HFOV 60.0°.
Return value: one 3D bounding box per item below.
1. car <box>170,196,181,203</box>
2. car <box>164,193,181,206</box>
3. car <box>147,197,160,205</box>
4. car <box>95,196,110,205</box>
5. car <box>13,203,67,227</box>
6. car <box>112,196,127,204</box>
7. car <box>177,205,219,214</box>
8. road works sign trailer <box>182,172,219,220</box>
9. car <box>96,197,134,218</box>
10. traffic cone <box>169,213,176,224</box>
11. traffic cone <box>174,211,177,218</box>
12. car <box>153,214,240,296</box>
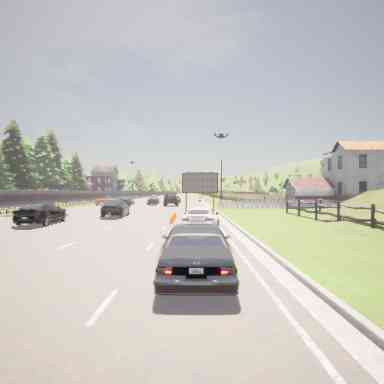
[{"bbox_3d":[-3.307,1.564,68.577,1.994,1.385,4.181,0,0,0],"label":"car"},{"bbox_3d":[-3.327,1.221,53.362,2.150,2.045,5.566,0,0,0],"label":"car"},{"bbox_3d":[-6.822,1.547,59.287,2.033,1.411,5.357,0,0,0],"label":"car"},{"bbox_3d":[-13.829,1.352,53.136,2.097,1.767,4.553,0,0,0],"label":"car"},{"bbox_3d":[-10.368,1.477,23.068,1.882,1.535,5.008,0,0,0],"label":"car"},{"bbox_3d":[-13.813,1.525,63.738,1.812,1.442,4.674,0,0,0],"label":"car"},{"bbox_3d":[0.487,1.539,18.460,1.812,1.442,4.674,-1,-1,6],"label":"car"},{"bbox_3d":[0.517,0.464,22.074,2.380,3.560,2.880,0,0,-3],"label":"road works sign trailer"},{"bbox_3d":[-6.859,1.505,29.982,1.837,1.490,4.892,0,0,0],"label":"car"},{"bbox_3d":[-1.456,1.955,23.181,0.340,0.580,0.340,0,0,0],"label":"traffic cone"},{"bbox_3d":[-1.453,1.955,25.181,0.340,0.580,0.340,0,0,0],"label":"traffic cone"},{"bbox_3d":[0.110,1.547,8.825,2.033,1.411,5.357,0,0,1],"label":"car"}]
